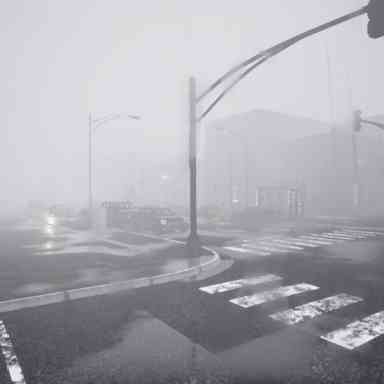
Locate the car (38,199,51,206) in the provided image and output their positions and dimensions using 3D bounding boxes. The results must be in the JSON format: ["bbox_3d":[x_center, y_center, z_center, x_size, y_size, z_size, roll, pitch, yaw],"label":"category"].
[{"bbox_3d":[-35.510,2.495,80.041,1.752,1.417,4.829,-1,0,-36],"label":"car"}]

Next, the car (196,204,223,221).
[{"bbox_3d":[1.303,1.753,29.916,1.752,1.417,4.829,-1,0,-36],"label":"car"}]

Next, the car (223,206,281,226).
[{"bbox_3d":[4.751,1.725,25.222,1.947,1.339,4.313,-1,0,-36],"label":"car"}]

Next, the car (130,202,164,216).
[{"bbox_3d":[-5.290,1.911,38.893,2.008,1.369,4.403,-1,0,-36],"label":"car"}]

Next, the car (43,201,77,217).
[{"bbox_3d":[-15.382,2.053,38.532,2.008,1.369,4.403,-1,0,-36],"label":"car"}]

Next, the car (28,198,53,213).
[{"bbox_3d":[-22.080,1.952,47.645,2.192,1.841,5.009,-1,0,-36],"label":"car"}]

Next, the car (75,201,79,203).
[{"bbox_3d":[-22.022,2.280,61.677,1.802,1.307,4.206,-1,0,-36],"label":"car"}]

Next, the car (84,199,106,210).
[{"bbox_3d":[-15.333,2.003,52.563,1.967,1.590,4.097,-1,0,-36],"label":"car"}]

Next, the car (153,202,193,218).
[{"bbox_3d":[-2.044,1.821,34.473,1.752,1.417,4.829,-1,0,-36],"label":"car"}]

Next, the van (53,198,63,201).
[{"bbox_3d":[-28.721,2.174,70.790,1.690,1.788,3.998,-1,0,-36],"label":"van"}]

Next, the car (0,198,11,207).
[{"bbox_3d":[-42.194,2.358,74.961,2.192,1.841,5.009,-1,0,-36],"label":"car"}]

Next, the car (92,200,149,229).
[{"bbox_3d":[-5.346,1.616,24.862,2.192,1.841,5.009,-1,0,-36],"label":"car"}]

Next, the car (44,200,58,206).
[{"bbox_3d":[-32.062,2.445,75.347,1.887,1.381,4.507,-1,0,-36],"label":"car"}]

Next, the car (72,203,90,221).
[{"bbox_3d":[-8.688,1.919,29.419,2.008,1.369,4.403,-1,0,-36],"label":"car"}]

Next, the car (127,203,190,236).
[{"bbox_3d":[-1.997,1.674,20.305,1.967,1.590,4.097,-1,0,-36],"label":"car"}]
